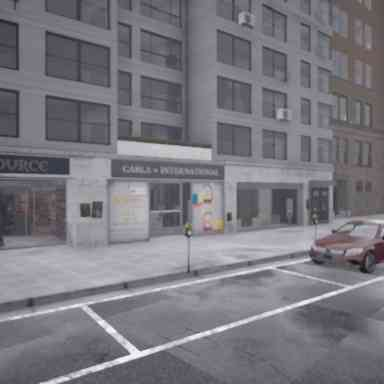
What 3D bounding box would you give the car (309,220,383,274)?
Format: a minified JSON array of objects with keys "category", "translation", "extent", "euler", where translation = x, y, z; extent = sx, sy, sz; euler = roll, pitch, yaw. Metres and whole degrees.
[{"category":"car","translation":[5.459,1.551,10.416],"extent":[4.206,1.307,1.802],"euler":[0,0,-35]}]
